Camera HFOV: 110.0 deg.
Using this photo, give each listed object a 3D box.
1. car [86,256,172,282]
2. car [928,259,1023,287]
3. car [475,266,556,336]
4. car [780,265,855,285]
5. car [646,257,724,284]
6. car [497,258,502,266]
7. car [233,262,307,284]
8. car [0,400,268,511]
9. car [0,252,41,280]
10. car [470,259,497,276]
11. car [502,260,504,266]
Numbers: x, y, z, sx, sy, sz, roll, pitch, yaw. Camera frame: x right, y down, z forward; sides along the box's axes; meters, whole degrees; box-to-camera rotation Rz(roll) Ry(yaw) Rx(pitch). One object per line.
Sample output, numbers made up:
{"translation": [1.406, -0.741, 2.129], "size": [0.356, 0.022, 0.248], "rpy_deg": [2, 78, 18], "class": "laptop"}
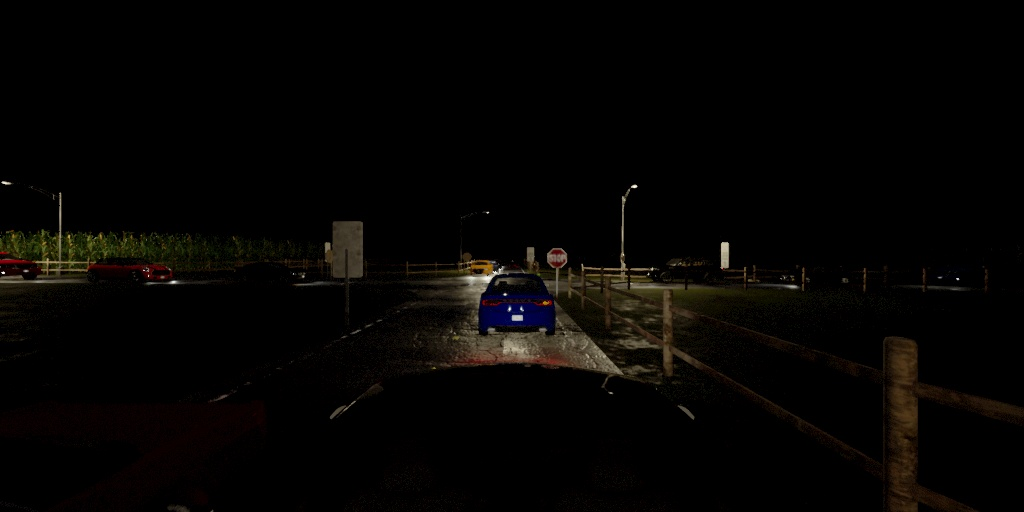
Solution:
{"translation": [-26.958, 0.903, 25.390], "size": [4.553, 1.767, 2.097], "rpy_deg": [0, 0, 1], "class": "car"}
{"translation": [35.756, 1.283, 27.601], "size": [5.566, 2.045, 2.150], "rpy_deg": [0, 0, 1], "class": "car"}
{"translation": [0.120, 1.227, 10.456], "size": [1.882, 1.535, 5.008], "rpy_deg": [0, 0, 0], "class": "car"}
{"translation": [23.560, 1.457, 27.755], "size": [4.892, 1.490, 1.837], "rpy_deg": [0, 0, 1], "class": "car"}
{"translation": [13.402, 1.087, 27.888], "size": [5.566, 2.045, 2.150], "rpy_deg": [0, 0, 1], "class": "car"}
{"translation": [-2.749, 1.309, 48.294], "size": [1.994, 1.385, 4.181], "rpy_deg": [0, 0, 0], "class": "car"}
{"translation": [-17.026, 1.155, 25.272], "size": [4.674, 1.442, 1.812], "rpy_deg": [0, 0, 1], "class": "car"}
{"translation": [-2.860, 1.351, 0.574], "size": [1.895, 1.301, 4.718], "rpy_deg": [0, 0, 0], "class": "car"}
{"translation": [-37.296, 0.692, 25.515], "size": [5.566, 2.045, 2.150], "rpy_deg": [0, 0, 1], "class": "car"}
{"translation": [-3.076, 1.224, 37.019], "size": [1.882, 1.535, 5.008], "rpy_deg": [0, 0, 4], "class": "car"}
{"translation": [-2.700, 1.250, 60.125], "size": [1.837, 1.490, 4.892], "rpy_deg": [0, 0, 1], "class": "car"}
